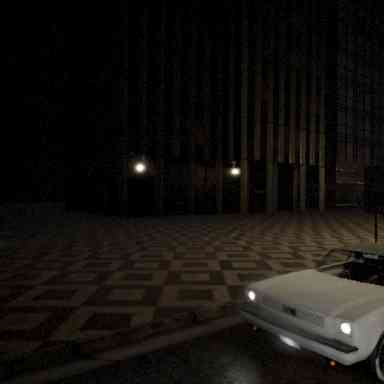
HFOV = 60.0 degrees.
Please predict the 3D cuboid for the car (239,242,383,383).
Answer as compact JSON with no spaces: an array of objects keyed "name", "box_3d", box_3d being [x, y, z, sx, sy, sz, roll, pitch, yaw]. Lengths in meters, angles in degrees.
[{"name":"car","box_3d":[3.040,1.607,5.548,4.718,1.301,1.895,0,0,-36]}]
